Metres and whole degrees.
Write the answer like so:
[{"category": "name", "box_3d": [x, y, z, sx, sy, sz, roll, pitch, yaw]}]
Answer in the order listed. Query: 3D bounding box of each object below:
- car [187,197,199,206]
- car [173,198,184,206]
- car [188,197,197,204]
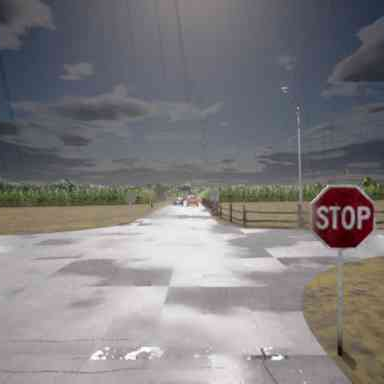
[{"category": "car", "box_3d": [0.116, 1.682, 61.246, 2.097, 1.767, 4.553, 0, -1, 0]}, {"category": "car", "box_3d": [-2.626, 1.859, 65.452, 2.128, 1.511, 4.902, 0, -1, 0]}, {"category": "car", "box_3d": [0.136, 1.757, 71.282, 1.837, 1.490, 4.892, 0, -1, 0]}]
